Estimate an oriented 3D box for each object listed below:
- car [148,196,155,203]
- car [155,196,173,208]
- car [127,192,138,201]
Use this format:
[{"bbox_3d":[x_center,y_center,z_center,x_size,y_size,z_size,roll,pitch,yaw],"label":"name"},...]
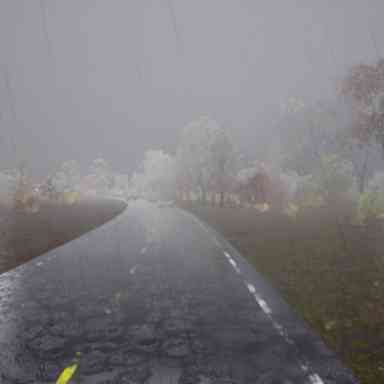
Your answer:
[{"bbox_3d":[-7.327,1.428,63.831,1.895,1.301,4.718,0,0,-13],"label":"car"},{"bbox_3d":[-3.678,1.480,45.256,1.895,1.301,4.718,0,0,-9],"label":"car"},{"bbox_3d":[-13.875,1.020,76.988,2.150,2.045,5.566,0,0,-15],"label":"car"}]
